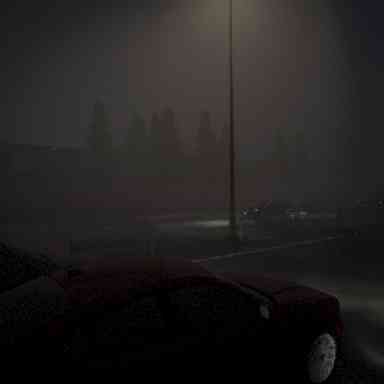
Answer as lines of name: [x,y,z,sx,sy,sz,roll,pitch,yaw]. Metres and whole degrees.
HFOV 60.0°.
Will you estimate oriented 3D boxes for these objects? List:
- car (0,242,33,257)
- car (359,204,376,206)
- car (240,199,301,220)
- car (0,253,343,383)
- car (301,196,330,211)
car: [-3.668,1.551,5.450,5.357,1.411,2.033,-1,0,-36]
car: [16.930,0.877,29.567,5.566,2.045,2.150,-1,0,-36]
car: [5.860,1.287,25.827,4.902,1.511,2.128,-1,0,-36]
car: [-0.386,1.462,3.518,5.008,1.535,1.882,-1,0,-36]
car: [12.526,1.172,35.019,4.902,1.511,2.128,-1,0,-36]
